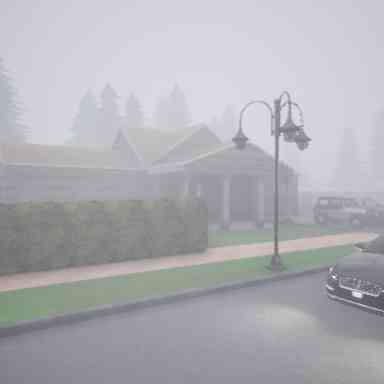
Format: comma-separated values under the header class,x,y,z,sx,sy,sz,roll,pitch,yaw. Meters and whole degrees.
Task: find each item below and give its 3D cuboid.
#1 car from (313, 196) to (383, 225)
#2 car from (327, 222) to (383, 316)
class,x,y,z,sx,sy,sz,roll,pitch,yaw
car,9.328,1.213,20.293,1.905,1.878,3.866,0,0,-32
car,4.900,1.521,7.027,4.892,1.490,1.837,0,0,-32
